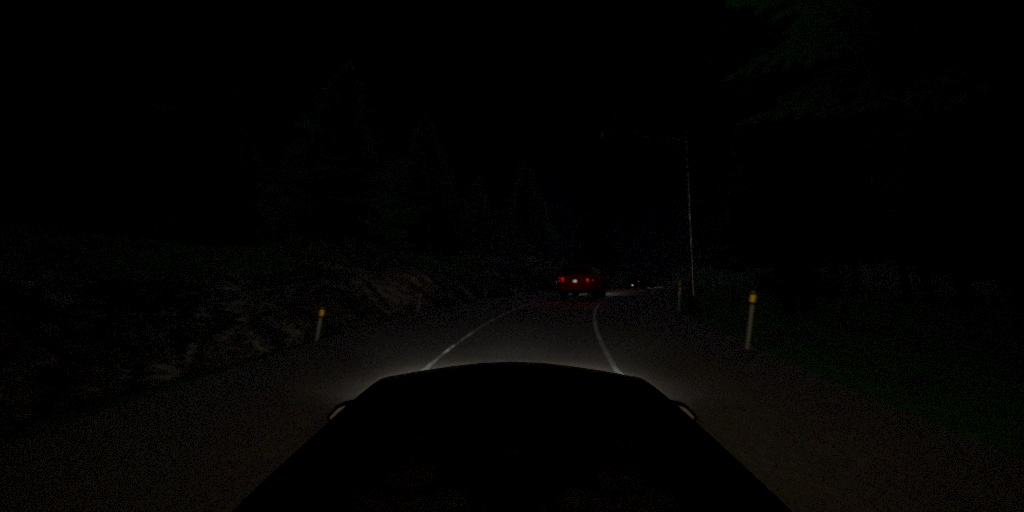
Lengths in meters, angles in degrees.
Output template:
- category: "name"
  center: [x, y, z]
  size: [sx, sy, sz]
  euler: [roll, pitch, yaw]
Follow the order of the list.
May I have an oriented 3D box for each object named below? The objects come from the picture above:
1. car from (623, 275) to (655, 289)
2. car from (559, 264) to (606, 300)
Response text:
- category: "car"
  center: [13.031, 2.631, 36.526]
  size: [1.895, 1.301, 4.718]
  euler: [-5, -6, 38]
- category: "car"
  center: [4.470, 1.562, 22.363]
  size: [2.150, 2.045, 5.566]
  euler: [-2, -3, 22]
